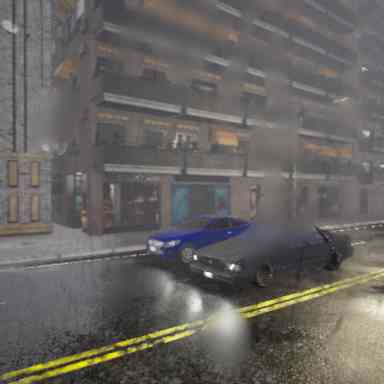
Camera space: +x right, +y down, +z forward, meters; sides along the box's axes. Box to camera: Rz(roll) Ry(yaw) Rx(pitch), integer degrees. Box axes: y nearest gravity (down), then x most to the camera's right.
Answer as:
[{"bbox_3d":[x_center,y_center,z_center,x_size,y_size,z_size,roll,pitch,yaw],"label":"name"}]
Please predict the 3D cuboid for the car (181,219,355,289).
[{"bbox_3d":[2.542,1.600,9.547,5.357,1.411,2.033,0,0,-36],"label":"car"}]

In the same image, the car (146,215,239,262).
[{"bbox_3d":[0.610,1.587,12.161,4.674,1.442,1.812,0,0,-36],"label":"car"}]
